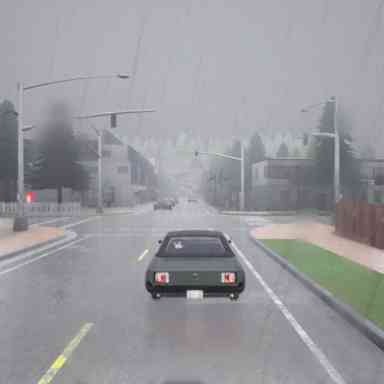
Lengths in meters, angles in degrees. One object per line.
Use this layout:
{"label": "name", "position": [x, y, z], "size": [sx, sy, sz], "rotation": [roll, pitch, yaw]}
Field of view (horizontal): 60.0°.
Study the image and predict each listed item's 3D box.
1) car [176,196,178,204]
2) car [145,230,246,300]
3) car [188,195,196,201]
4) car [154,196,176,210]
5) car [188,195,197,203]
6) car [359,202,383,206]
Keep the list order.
{"label": "car", "position": [-3.561, 1.526, 52.222], "size": [1.812, 1.442, 4.674], "rotation": [0, 0, 0]}
{"label": "car", "position": [0.074, 1.601, 8.356], "size": [1.895, 1.301, 4.718], "rotation": [0, 0, 0]}
{"label": "car", "position": [0.051, 1.478, 81.469], "size": [1.882, 1.535, 5.008], "rotation": [0, 0, 0]}
{"label": "car", "position": [-3.572, 1.352, 41.988], "size": [2.097, 1.767, 4.553], "rotation": [0, 0, 0]}
{"label": "car", "position": [0.047, 1.595, 71.433], "size": [1.895, 1.301, 4.718], "rotation": [0, 0, 0]}
{"label": "car", "position": [15.317, 1.582, 29.258], "size": [4.718, 1.301, 1.895], "rotation": [0, 0, -8]}
